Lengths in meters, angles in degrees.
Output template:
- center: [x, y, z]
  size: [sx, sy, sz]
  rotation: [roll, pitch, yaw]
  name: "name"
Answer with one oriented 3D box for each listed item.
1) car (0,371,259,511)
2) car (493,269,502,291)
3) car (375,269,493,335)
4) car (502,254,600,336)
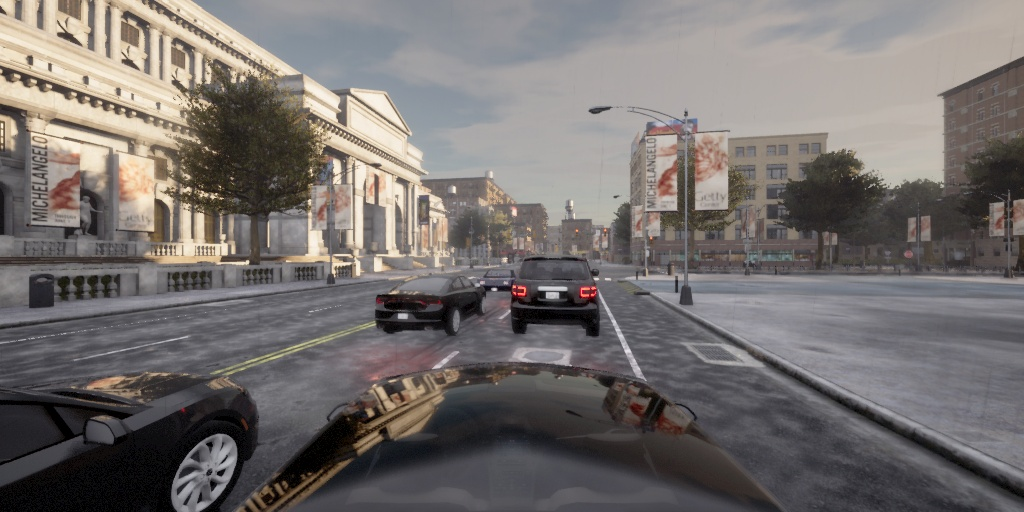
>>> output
- center: [-3.203, 1.255, 1.258]
  size: [1.837, 1.490, 4.892]
  rotation: [0, 0, 0]
  name: "car"
- center: [-0.445, 1.351, 19.772]
  size: [1.895, 1.301, 4.718]
  rotation: [0, 0, 11]
  name: "car"
- center: [-2.106, 1.228, 10.651]
  size: [1.882, 1.535, 5.008]
  rotation: [0, 0, 9]
  name: "car"
- center: [1.381, 0.971, 10.636]
  size: [2.150, 2.045, 5.566]
  rotation: [0, 0, 10]
  name: "car"
